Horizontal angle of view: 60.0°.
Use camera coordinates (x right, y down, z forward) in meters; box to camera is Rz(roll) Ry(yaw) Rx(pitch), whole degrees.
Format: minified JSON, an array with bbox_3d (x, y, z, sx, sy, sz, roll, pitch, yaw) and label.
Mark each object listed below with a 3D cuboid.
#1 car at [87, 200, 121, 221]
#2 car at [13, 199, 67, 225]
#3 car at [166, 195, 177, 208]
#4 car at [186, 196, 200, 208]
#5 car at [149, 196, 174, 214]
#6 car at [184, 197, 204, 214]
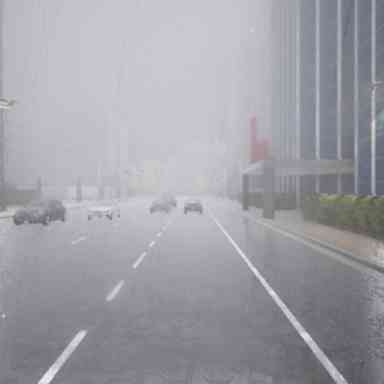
[{"bbox_3d":[-6.905,1.393,26.559,1.812,1.442,4.674,0,0,0],"label":"car"},{"bbox_3d":[-10.505,1.307,23.313,2.097,1.767,4.553,0,0,0],"label":"car"},{"bbox_3d":[-3.288,1.266,47.705,2.097,1.767,4.553,0,0,1],"label":"car"},{"bbox_3d":[0.203,1.393,47.350,1.882,1.535,5.008,0,0,1],"label":"car"},{"bbox_3d":[-3.263,1.463,34.933,1.812,1.442,4.674,0,0,0],"label":"car"},{"bbox_3d":[0.137,1.463,34.880,1.812,1.442,4.674,0,0,1],"label":"car"}]
